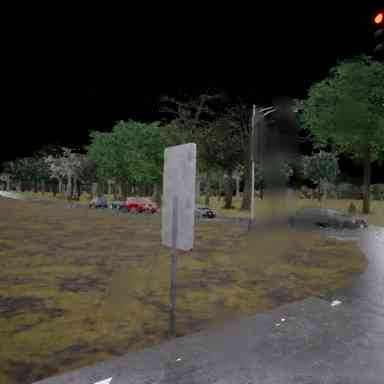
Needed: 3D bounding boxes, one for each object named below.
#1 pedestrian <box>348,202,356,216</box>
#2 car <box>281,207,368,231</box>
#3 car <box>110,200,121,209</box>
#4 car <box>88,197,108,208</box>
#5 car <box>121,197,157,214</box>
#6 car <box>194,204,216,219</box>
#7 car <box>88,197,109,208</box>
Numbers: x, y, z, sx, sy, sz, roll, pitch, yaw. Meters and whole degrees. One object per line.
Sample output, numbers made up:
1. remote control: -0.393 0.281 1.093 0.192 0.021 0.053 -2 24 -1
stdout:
1. pedestrian: 13.340 1.718 27.808 0.375 1.860 0.375 2 -1 -36
2. car: 8.403 1.683 21.649 2.033 1.411 5.357 3 -2 -36
3. car: -12.295 2.189 56.733 1.837 1.490 4.892 3 -2 -36
4. car: -15.945 1.919 55.652 1.994 1.385 4.181 3 -2 -36
5. car: -6.583 1.665 42.488 2.150 2.045 5.566 3 -2 -35
6. car: 0.477 1.885 32.654 1.994 1.385 4.181 3 -2 -36
7. car: -18.385 1.964 65.212 2.150 2.045 5.566 3 -2 -36
